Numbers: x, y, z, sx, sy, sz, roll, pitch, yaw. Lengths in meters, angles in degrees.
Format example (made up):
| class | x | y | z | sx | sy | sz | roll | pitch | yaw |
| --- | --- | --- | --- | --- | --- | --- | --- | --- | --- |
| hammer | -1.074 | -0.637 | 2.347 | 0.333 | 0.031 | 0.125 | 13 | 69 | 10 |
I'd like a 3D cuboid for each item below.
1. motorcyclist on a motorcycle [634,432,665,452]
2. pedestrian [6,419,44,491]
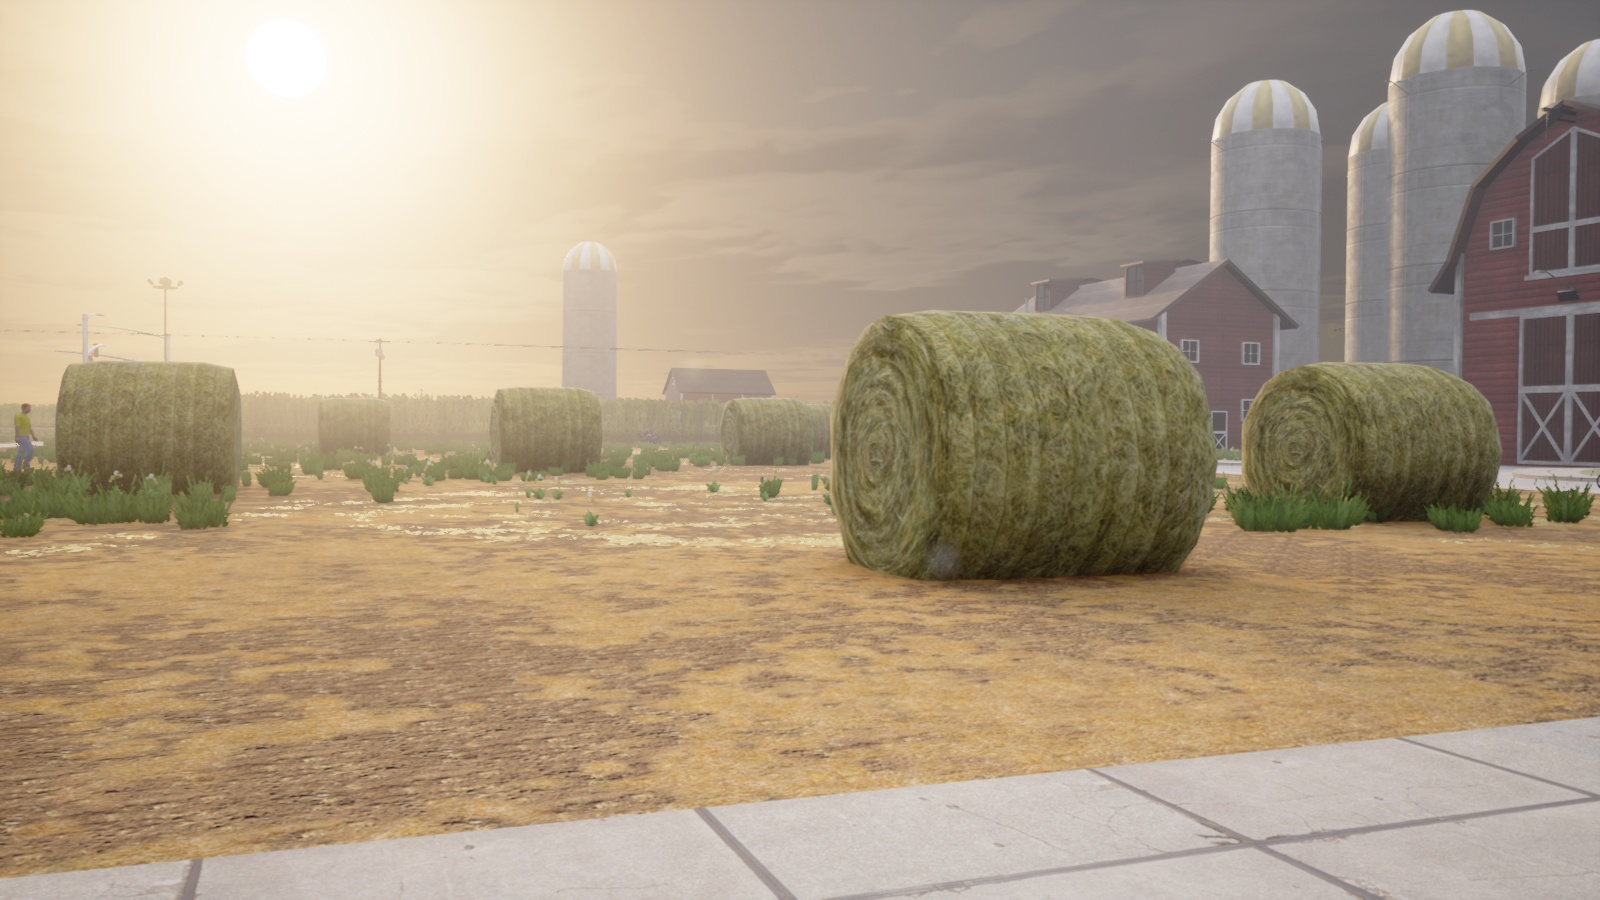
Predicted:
| class | x | y | z | sx | sy | sz | roll | pitch | yaw |
| --- | --- | --- | --- | --- | --- | --- | --- | --- | --- |
| motorcyclist on a motorcycle | -11.457 | -0.616 | 95.413 | 2.191 | 1.530 | 0.866 | -1 | 1 | -21 |
| pedestrian | -19.856 | 0.117 | 32.175 | 0.706 | 1.836 | 0.354 | -1 | 1 | -6 |
